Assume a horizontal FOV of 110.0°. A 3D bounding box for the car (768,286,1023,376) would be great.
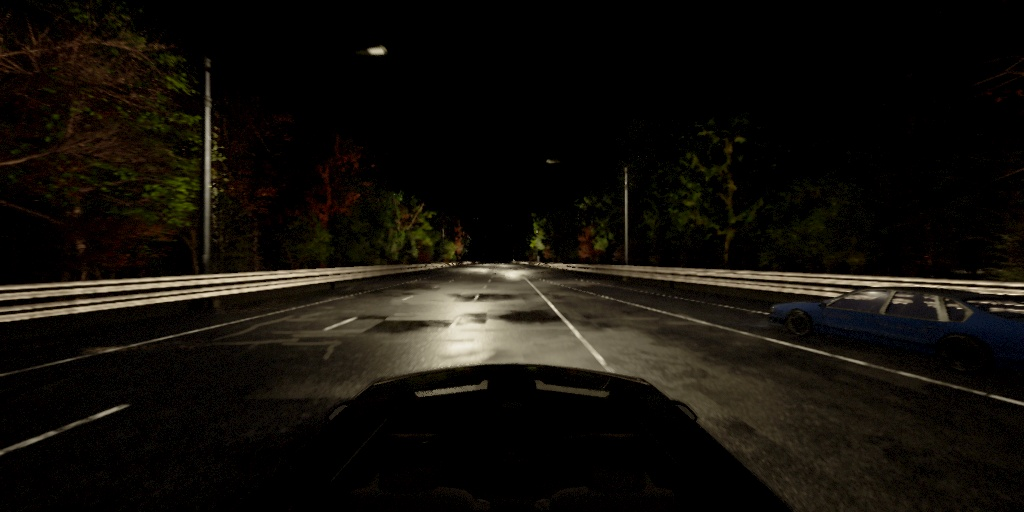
[{"bbox_3d":[8.444,1.358,7.648,2.033,1.411,5.357,0,0,-9],"label":"car"}]
